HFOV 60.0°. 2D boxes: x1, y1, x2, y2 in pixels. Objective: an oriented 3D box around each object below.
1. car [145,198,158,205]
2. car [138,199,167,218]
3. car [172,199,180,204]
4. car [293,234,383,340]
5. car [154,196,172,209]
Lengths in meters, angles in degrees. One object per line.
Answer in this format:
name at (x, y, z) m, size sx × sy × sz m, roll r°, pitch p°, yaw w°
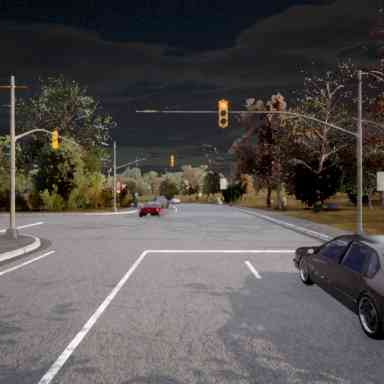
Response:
car at (-9.298, 2.249, 76.328) m, size 2.128 × 1.511 × 4.902 m, roll 0°, pitch -1°, yaw -19°
car at (-3.627, 1.601, 30.009) m, size 1.895 × 1.301 × 4.718 m, roll 0°, pitch 0°, yaw 0°
car at (-4.423, 2.365, 83.323) m, size 1.812 × 1.442 × 4.674 m, roll 0°, pitch -1°, yaw -22°
car at (3.609, 1.547, 6.472) m, size 2.033 × 1.411 × 5.357 m, roll 0°, pitch 0°, yaw 0°
car at (-4.220, 1.630, 47.404) m, size 1.837 × 1.490 × 4.892 m, roll 0°, pitch -1°, yaw -2°
